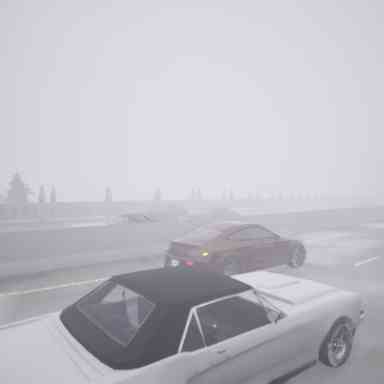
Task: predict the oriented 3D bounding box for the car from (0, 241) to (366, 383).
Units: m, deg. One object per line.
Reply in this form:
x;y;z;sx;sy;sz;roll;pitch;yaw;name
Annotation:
0.141;1.616;4.046;4.718;1.301;1.895;0;0;-37;car

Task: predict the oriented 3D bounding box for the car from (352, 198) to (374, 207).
26.838;1.689;52.187;4.181;1.385;1.994;0;0;-42;car

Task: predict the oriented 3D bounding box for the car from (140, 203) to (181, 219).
-2.413;1.583;25.008;4.902;1.511;2.128;0;0;-43;car

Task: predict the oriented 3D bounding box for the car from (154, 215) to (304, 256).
1.368;1.557;9.534;4.674;1.442;1.812;0;0;-40;car

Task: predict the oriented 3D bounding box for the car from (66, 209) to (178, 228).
-3.206;1.660;15.001;4.718;1.301;1.895;0;0;-40;car

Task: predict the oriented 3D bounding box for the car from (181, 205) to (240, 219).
1.637;1.644;23.975;4.181;1.385;1.994;0;0;-43;car
